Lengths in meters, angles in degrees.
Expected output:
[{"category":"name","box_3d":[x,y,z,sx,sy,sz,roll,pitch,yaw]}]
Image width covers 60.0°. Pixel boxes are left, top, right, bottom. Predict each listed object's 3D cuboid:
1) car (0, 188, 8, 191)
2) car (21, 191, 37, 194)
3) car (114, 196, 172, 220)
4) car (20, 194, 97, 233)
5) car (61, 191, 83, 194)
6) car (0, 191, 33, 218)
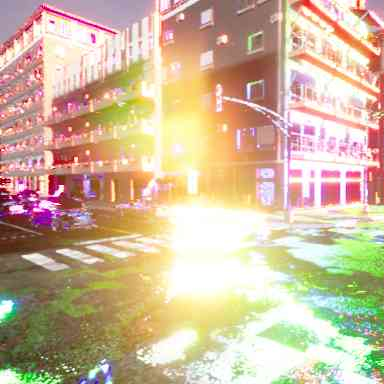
[{"category":"car","box_3d":[-26.318,0.206,45.358,1.967,1.590,4.097,-2,3,-44]},{"category":"car","box_3d":[-18.610,0.537,37.421,2.008,1.369,4.403,-2,3,-44]},{"category":"car","box_3d":[-3.314,0.952,21.661,1.752,1.417,4.829,-2,3,-44]},{"category":"car","box_3d":[-6.579,1.079,16.714,2.128,1.511,4.902,-2,2,-44]},{"category":"car","box_3d":[-10.903,0.648,29.476,1.967,1.590,4.097,-2,3,-44]},{"category":"car","box_3d":[-13.086,0.925,23.416,1.812,1.442,4.674,-2,3,-44]}]
